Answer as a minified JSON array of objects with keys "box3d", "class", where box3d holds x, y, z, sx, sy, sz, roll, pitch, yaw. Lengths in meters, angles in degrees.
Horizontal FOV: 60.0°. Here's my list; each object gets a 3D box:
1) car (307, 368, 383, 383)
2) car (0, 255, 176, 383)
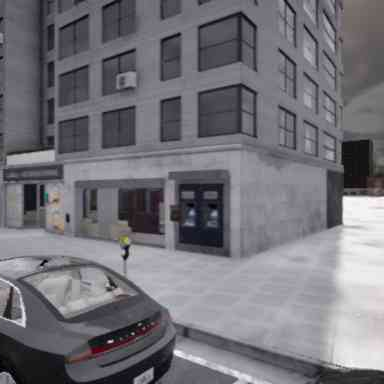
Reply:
[{"box3d":[2.309,1.568,1.202,4.313,1.339,1.947,0,0,36],"class":"car"},{"box3d":[-2.238,1.542,4.447,4.403,1.369,2.008,0,0,36],"class":"car"}]
